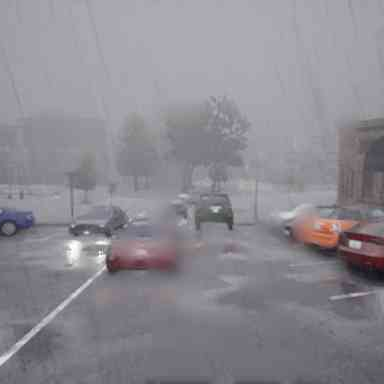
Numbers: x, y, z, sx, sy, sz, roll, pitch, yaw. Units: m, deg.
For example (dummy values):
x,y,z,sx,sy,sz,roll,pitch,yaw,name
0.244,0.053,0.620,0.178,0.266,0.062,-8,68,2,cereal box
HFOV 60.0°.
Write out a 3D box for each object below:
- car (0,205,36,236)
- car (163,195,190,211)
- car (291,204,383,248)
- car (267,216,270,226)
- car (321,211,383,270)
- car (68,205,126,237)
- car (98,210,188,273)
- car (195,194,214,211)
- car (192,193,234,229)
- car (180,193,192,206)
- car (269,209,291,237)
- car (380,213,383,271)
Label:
x,y,z,sx,sy,sz,roll,pitch,yaw,name
-10.586,1.388,16.667,5.008,1.535,2.097,-1,1,-18,car
-1.286,1.309,27.089,1.837,1.490,4.892,0,1,0,car
6.371,1.258,12.375,4.553,1.767,2.185,1,0,-20,car
6.383,1.383,18.284,4.674,1.452,2.002,1,1,-20,car
6.433,1.434,9.446,4.792,1.488,2.163,1,0,-20,car
-4.712,1.428,17.610,2.033,1.411,5.357,0,0,1,car
-1.261,1.497,10.406,1.994,1.385,4.181,0,0,1,car
1.443,1.041,35.896,1.837,1.490,4.892,0,2,4,car
1.256,1.079,20.648,2.150,2.045,5.566,0,0,0,car
-0.744,0.878,39.715,1.812,1.442,4.674,0,2,9,car
6.365,1.392,15.321,4.792,1.488,2.163,1,1,-20,car
6.383,1.299,6.475,4.553,1.767,2.185,1,0,-20,car
